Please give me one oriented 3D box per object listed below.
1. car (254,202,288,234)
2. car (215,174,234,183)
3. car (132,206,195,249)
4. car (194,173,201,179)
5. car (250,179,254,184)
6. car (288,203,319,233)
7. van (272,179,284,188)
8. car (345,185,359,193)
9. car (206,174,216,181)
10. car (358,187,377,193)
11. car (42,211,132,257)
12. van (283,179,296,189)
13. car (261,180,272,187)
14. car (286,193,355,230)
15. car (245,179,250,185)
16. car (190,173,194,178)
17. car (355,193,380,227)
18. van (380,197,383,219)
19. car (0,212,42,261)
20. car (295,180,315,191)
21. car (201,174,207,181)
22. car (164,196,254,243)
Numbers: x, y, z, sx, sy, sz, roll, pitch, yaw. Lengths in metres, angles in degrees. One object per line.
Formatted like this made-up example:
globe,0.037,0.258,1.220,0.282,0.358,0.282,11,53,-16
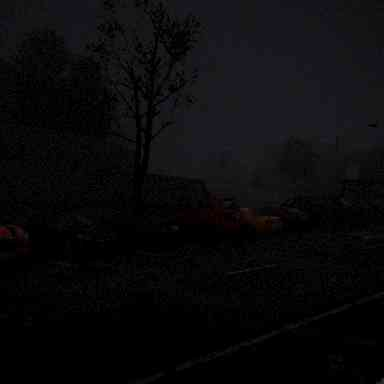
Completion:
car,2.168,1.504,18.285,5.366,1.575,1.946,-1,-1,35
car,8.845,-3.174,85.011,1.946,1.575,5.366,7,3,34
car,-2.593,1.525,14.708,4.792,1.488,2.163,-1,-1,34
car,3.463,-4.083,92.201,2.185,1.767,4.553,4,1,33
car,15.702,-2.042,75.045,2.002,1.452,4.674,7,3,35
car,4.773,1.550,19.915,4.674,1.452,2.002,-1,-1,35
van,19.113,-1.763,69.997,1.878,1.987,4.442,7,4,35
car,27.824,-0.425,57.786,2.435,2.045,5.566,7,3,35
car,6.992,-3.697,87.268,2.435,2.045,5.566,7,3,34
car,29.517,0.138,55.315,2.002,1.452,4.674,7,3,35
car,-5.011,1.495,12.959,4.892,1.521,2.231,-1,-1,34
van,20.844,-1.489,67.527,1.878,1.987,4.442,7,4,35
car,17.536,-1.810,72.726,1.946,1.575,5.366,7,3,35
car,7.199,1.264,21.675,5.566,2.045,2.435,-1,-1,35
car,13.958,-2.316,77.505,2.002,1.452,4.674,7,3,35
car,1.689,-4.361,94.547,2.435,2.045,5.566,1,-1,34
car,9.711,1.268,23.383,5.566,2.045,2.435,-1,-1,35
van,12.247,1.298,25.055,4.442,1.987,1.878,-1,-1,35
car,-7.476,1.367,11.231,4.553,1.767,2.185,-1,-1,34
car,22.607,-0.991,65.166,2.231,1.521,4.892,7,3,35
car,5.195,-3.849,89.732,2.185,1.767,4.553,6,3,34
car,-0.150,1.249,16.455,5.566,2.045,2.435,-1,-1,34
